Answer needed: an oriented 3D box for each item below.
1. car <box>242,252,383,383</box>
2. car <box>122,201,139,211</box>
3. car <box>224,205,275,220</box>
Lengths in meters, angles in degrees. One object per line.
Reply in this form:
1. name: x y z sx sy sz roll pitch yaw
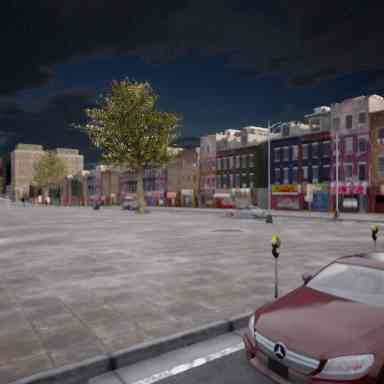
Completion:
1. car: 2.595 1.578 4.653 4.206 1.307 1.802 0 0 -35
2. car: -8.744 2.124 49.083 1.837 1.490 4.892 0 -2 -35
3. car: 5.098 1.812 29.663 1.895 1.301 4.718 0 -1 -36
